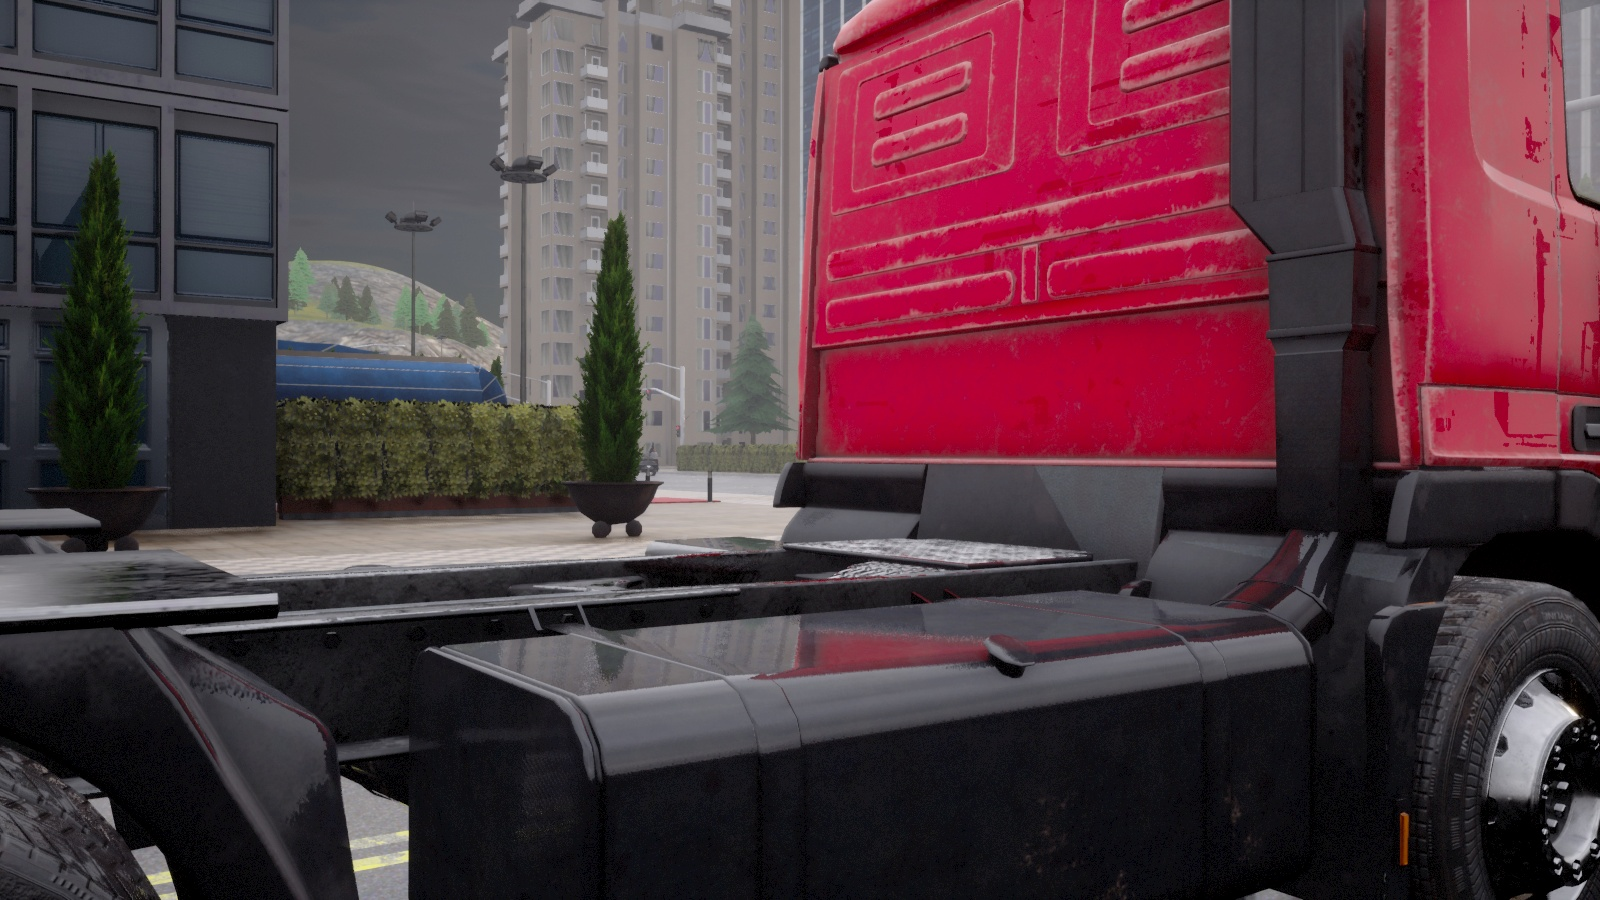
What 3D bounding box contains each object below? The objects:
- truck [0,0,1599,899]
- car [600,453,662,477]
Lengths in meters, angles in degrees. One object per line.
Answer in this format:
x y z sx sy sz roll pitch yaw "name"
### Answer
-0.663 -0.228 3.201 7.936 3.462 2.891 0 0 -35 "truck"
-10.939 0.944 81.072 1.882 1.535 5.008 0 0 -35 "car"
